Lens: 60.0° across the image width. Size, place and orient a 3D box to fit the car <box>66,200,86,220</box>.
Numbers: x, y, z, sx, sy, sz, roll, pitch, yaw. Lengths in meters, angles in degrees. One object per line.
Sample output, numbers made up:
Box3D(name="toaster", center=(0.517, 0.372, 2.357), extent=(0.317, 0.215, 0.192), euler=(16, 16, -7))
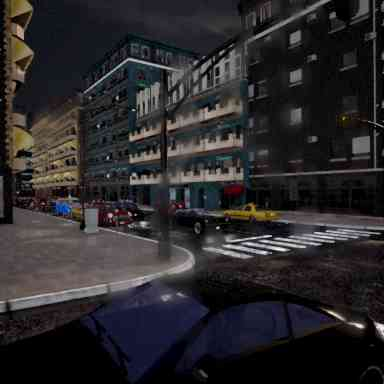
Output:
Box3D(name="car", center=(-8.943, 1.652, 28.302), extent=(1.752, 1.417, 4.829), euler=(-1, 1, -35))

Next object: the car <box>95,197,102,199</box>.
Box3D(name="car", center=(-15.073, 1.502, 51.328), extent=(1.967, 1.590, 4.097), euler=(-1, 1, -35))

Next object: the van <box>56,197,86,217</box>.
Box3D(name="van", center=(-12.258, 1.483, 32.945), extent=(1.690, 1.788, 3.998), euler=(-1, 1, -35))

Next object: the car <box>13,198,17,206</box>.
Box3D(name="car", center=(-31.533, 1.783, 59.984), extent=(1.887, 1.381, 4.507), euler=(-1, 1, -35))

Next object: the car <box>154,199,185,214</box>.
Box3D(name="car", center=(-2.221, 1.441, 33.304), extent=(1.967, 1.590, 4.097), euler=(-1, 1, -35))

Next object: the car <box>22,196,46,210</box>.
Box3D(name="car", center=(-21.896, 1.628, 46.464), extent=(1.967, 1.590, 4.097), euler=(-1, 1, -35))

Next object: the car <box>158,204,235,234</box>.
Box3D(name="car", center=(0.136, 1.658, 20.031), extent=(1.895, 1.301, 4.718), euler=(-1, 0, -35))

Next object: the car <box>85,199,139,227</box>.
Box3D(name="car", center=(-5.831, 1.553, 23.935), extent=(1.967, 1.590, 4.097), euler=(-1, 1, -35))

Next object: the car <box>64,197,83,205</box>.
Box3D(name="car", center=(-21.497, 1.645, 60.342), extent=(2.008, 1.369, 4.403), euler=(-1, 1, -35))

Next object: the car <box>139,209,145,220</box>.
Box3D(name="car", center=(-5.664, 1.646, 28.168), extent=(1.994, 1.385, 4.181), euler=(-1, 0, -35))

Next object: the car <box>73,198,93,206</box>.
Box3D(name="car", center=(-18.284, 1.644, 55.836), extent=(1.947, 1.339, 4.313), euler=(-1, 1, -35))

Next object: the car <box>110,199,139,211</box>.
Box3D(name="car", center=(-8.645, 1.582, 42.317), extent=(2.008, 1.369, 4.403), euler=(-1, 1, -35))

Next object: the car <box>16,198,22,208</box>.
Box3D(name="car", center=(-25.106, 1.770, 50.971), extent=(1.947, 1.339, 4.313), euler=(-1, 1, -35))

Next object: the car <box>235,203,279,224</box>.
Box3D(name="car", center=(4.108, 1.498, 24.432), extent=(1.752, 1.417, 4.829), euler=(-1, 1, -35))

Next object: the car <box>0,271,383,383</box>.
Box3D(name="car", center=(-0.009, 1.565, 3.160), extent=(4.181, 1.385, 1.994), euler=(0, 0, -32))

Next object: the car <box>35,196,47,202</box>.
Box3D(name="car", center=(-37.561, 1.728, 82.873), extent=(1.887, 1.381, 4.507), euler=(-1, 1, -35))

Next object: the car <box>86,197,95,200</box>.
Box3D(name="car", center=(-13.494, 1.596, 39.170), extent=(1.882, 1.535, 5.008), euler=(-1, 1, -35))
